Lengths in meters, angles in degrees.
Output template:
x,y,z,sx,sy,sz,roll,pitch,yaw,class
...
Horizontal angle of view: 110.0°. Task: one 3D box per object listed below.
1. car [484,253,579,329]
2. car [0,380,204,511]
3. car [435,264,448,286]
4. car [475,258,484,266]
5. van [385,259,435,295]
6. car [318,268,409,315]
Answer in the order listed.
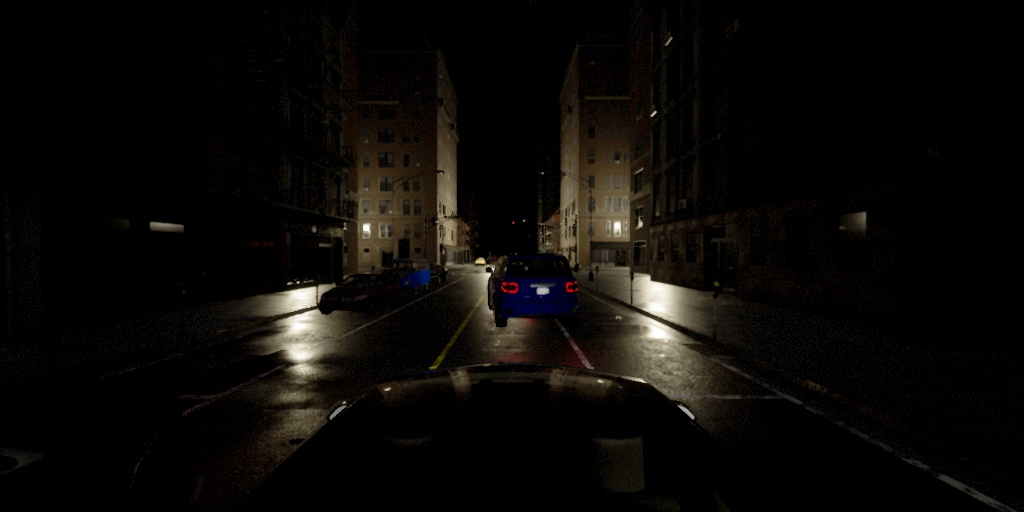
x,y,z,sx,sy,sz,roll,pitch,yaw,class
0.416,0.929,11.331,2.150,2.045,5.566,0,0,-7,car
-2.849,1.248,0.152,2.128,1.511,4.902,0,0,0,car
-5.406,1.202,24.052,2.007,1.370,4.403,0,0,0,car
-5.430,1.011,61.845,1.751,1.417,4.829,0,0,0,car
-5.403,1.016,18.645,1.690,1.789,3.998,0,0,0,van
-5.401,1.281,13.239,1.802,1.307,4.207,0,0,0,car
